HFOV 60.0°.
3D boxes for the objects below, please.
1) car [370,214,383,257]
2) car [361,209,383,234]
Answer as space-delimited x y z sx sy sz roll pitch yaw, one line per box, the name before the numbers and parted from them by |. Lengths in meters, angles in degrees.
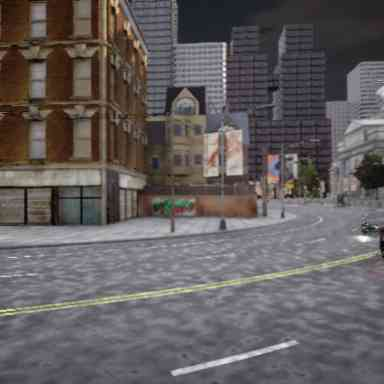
car | 8.832 1.663 12.555 5.008 1.535 1.882 1 -1 -41
car | 12.171 1.855 21.259 1.837 1.490 4.892 -1 -2 37
